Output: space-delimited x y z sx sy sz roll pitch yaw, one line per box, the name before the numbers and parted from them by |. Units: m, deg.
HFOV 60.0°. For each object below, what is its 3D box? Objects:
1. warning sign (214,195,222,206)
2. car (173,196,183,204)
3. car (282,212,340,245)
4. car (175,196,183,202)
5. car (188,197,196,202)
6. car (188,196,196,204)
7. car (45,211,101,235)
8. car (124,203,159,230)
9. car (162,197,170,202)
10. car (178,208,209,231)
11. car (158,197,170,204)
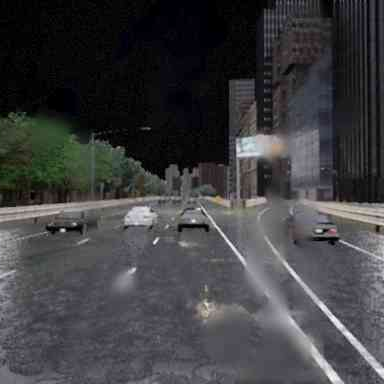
warning sign | 4.518 1.538 57.171 1.300 1.860 1.060 -1 -1 0
car | -3.528 1.894 80.932 2.097 1.767 4.553 0 0 0
car | 5.632 1.689 16.336 2.033 1.411 5.357 0 0 8
car | -3.531 1.963 90.967 2.128 1.511 4.902 0 0 0
car | -0.031 1.991 90.968 1.994 1.385 4.181 0 0 0
car | -0.028 2.091 80.928 1.994 1.385 4.181 0 0 0
car | -6.915 1.773 20.001 1.895 1.301 4.718 0 0 0
car | -3.410 1.721 22.731 1.812 1.442 4.674 0 0 0
car | -7.031 1.991 90.965 1.994 1.385 4.181 0 0 0
car | 0.092 1.755 22.255 1.994 1.385 4.181 0 0 0
car | -7.028 1.892 80.897 2.097 1.767 4.553 0 0 0
